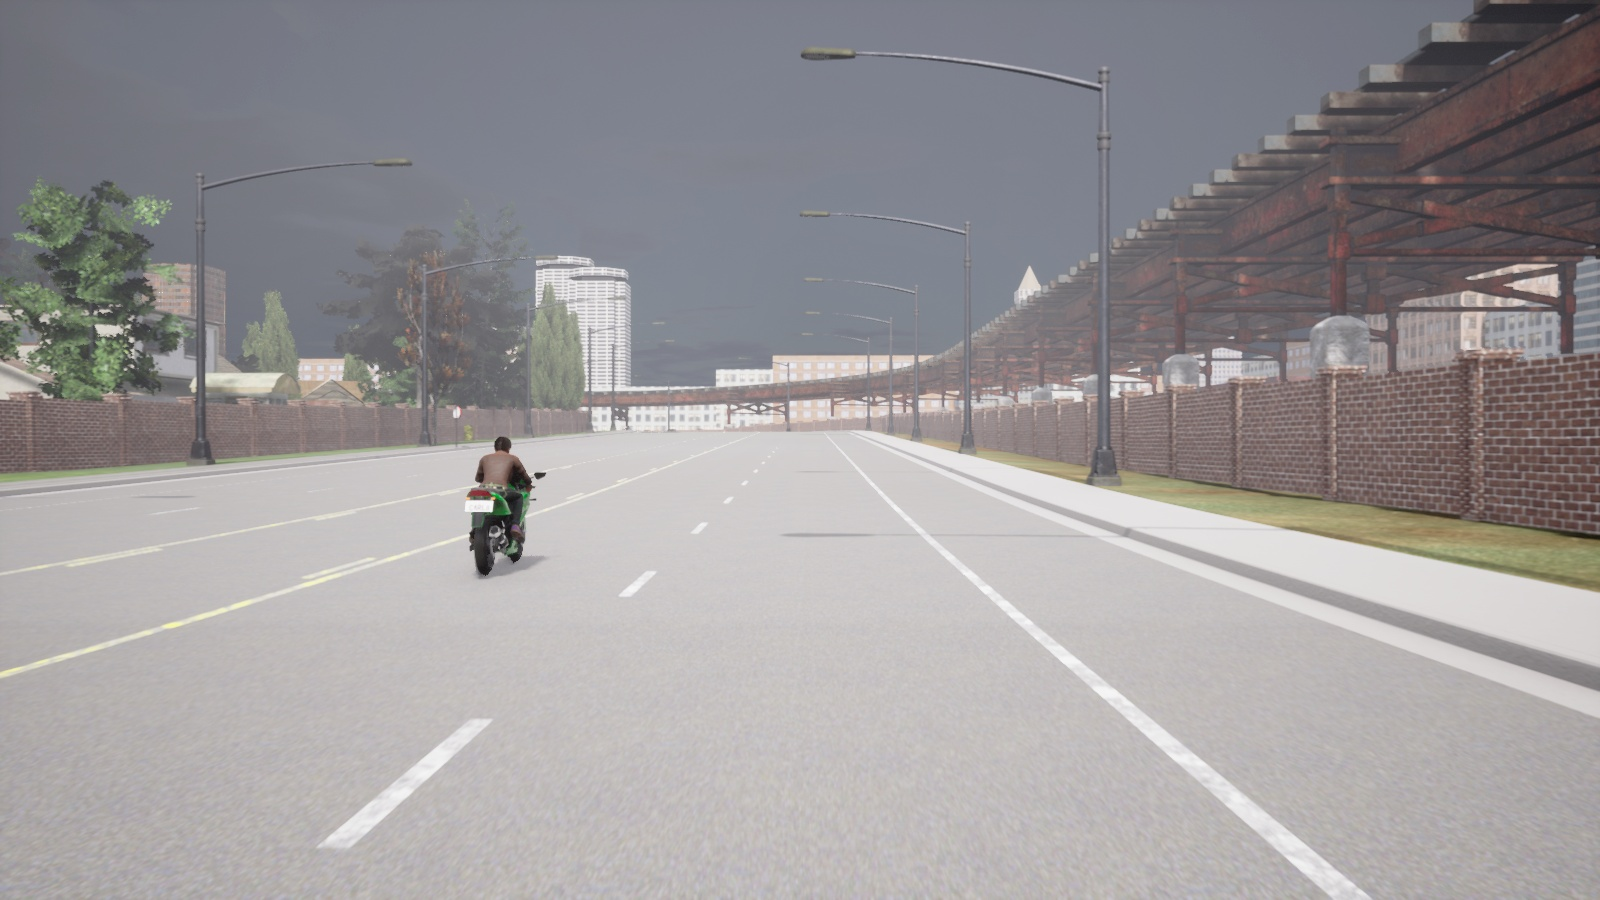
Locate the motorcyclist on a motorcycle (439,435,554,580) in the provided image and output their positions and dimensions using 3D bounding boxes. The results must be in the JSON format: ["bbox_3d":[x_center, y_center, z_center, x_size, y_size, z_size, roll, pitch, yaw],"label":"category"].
[{"bbox_3d":[-3.401,0.597,14.275,0.797,1.523,2.044,0,1,0],"label":"motorcyclist on a motorcycle"}]
